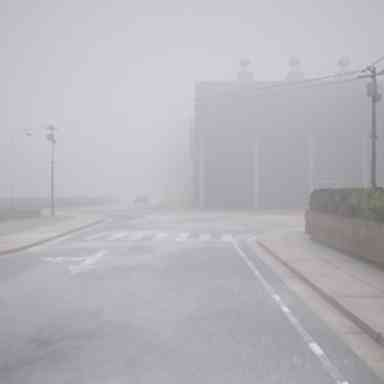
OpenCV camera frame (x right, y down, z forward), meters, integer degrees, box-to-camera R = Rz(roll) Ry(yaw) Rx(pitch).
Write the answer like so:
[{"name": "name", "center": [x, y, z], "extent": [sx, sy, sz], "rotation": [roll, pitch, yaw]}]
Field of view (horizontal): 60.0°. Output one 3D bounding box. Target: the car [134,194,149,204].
[{"name": "car", "center": [-7.945, 1.156, 52.662], "extent": [1.837, 1.490, 4.892], "rotation": [0, 0, 1]}]
